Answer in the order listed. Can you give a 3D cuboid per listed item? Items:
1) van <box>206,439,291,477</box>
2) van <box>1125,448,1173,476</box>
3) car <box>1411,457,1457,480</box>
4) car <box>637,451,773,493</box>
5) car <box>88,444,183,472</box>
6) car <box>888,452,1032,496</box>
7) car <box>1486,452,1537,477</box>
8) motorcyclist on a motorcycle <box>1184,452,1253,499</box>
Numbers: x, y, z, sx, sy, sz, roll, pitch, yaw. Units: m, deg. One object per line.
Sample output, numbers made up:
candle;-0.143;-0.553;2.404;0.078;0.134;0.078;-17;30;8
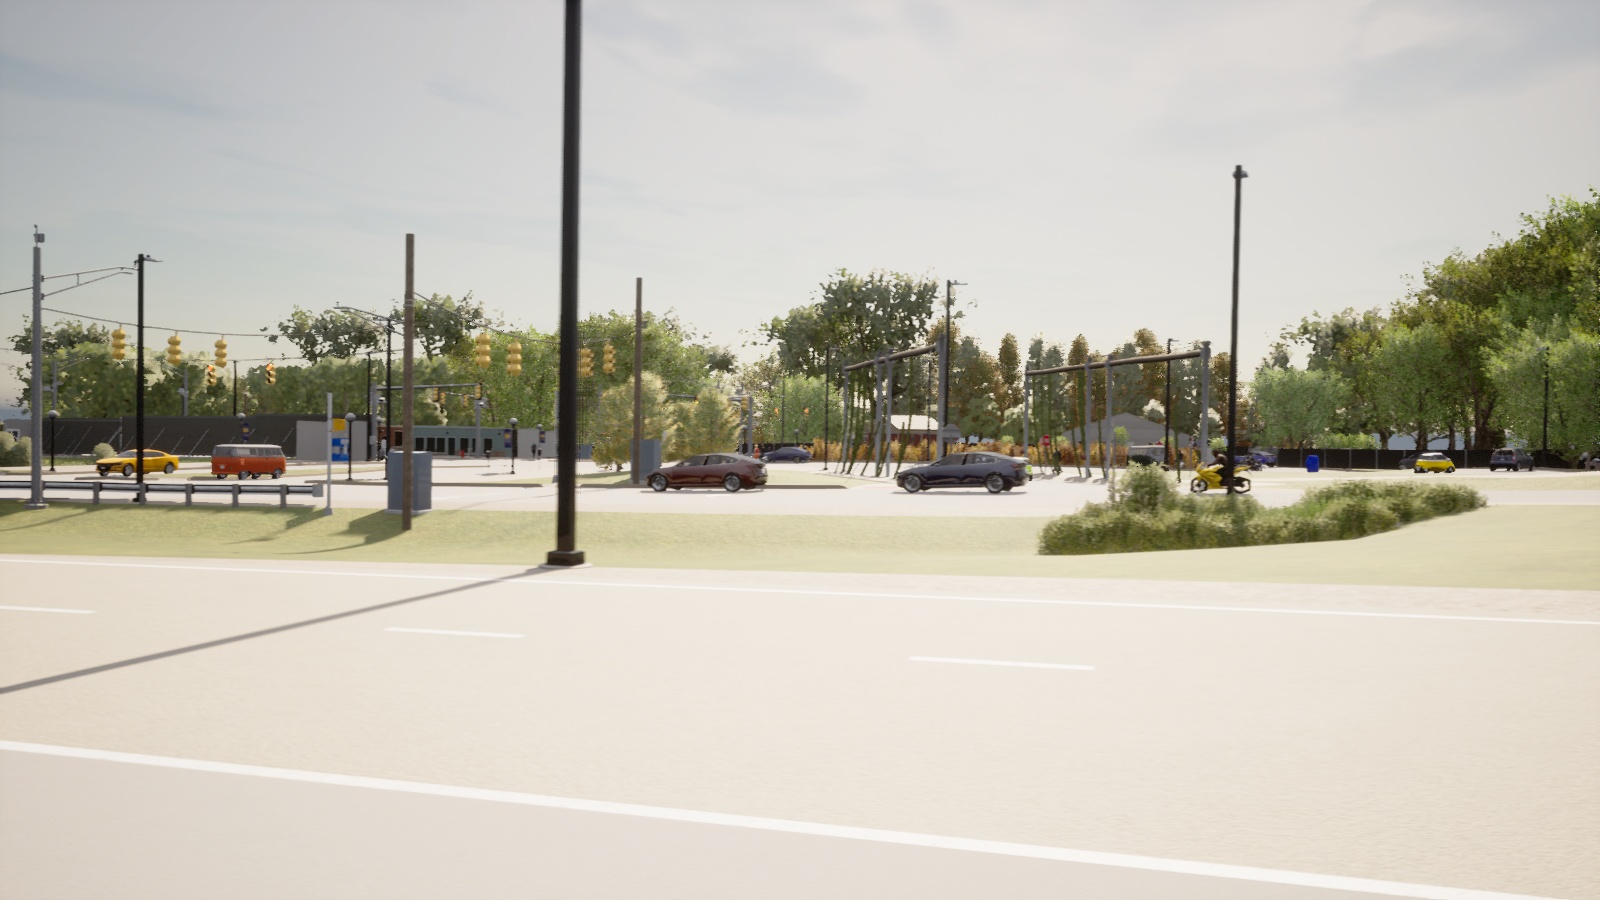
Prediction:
van;-30.898;0.456;70.518;1.775;1.987;4.442;1;0;19
van;25.074;0.855;90.387;1.775;1.987;4.442;0;0;-8
car;40.592;1.171;80.442;2.207;1.376;1.481;0;1;-8
car;-3.647;0.821;48.536;4.792;1.488;2.163;0;1;18
car;-38.335;0.423;72.606;1.882;1.535;5.008;1;1;16
car;5.814;0.834;45.442;4.792;1.488;2.163;0;1;21
car;48.982;0.983;86.401;3.988;1.617;1.851;0;1;-42
motorcyclist on a motorcycle;13.863;0.829;41.616;2.044;1.523;0.797;0;1;32
